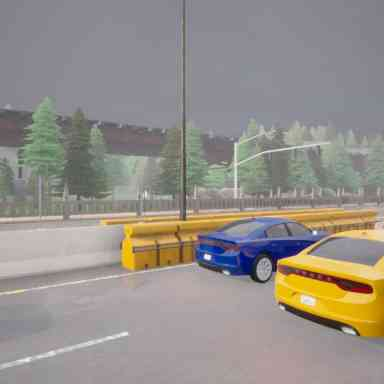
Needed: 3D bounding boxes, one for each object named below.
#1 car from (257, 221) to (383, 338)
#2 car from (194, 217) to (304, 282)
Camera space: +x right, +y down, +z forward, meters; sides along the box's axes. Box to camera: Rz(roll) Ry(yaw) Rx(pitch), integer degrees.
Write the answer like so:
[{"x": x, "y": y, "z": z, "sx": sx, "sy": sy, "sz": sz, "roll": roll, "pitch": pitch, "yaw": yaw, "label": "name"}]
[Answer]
[{"x": 3.762, "y": 1.478, "z": 6.441, "sx": 5.008, "sy": 1.535, "sz": 1.882, "roll": 0, "pitch": 0, "yaw": -35, "label": "car"}, {"x": 2.399, "y": 1.478, "z": 9.770, "sx": 5.008, "sy": 1.535, "sz": 1.882, "roll": 0, "pitch": 0, "yaw": -36, "label": "car"}]
